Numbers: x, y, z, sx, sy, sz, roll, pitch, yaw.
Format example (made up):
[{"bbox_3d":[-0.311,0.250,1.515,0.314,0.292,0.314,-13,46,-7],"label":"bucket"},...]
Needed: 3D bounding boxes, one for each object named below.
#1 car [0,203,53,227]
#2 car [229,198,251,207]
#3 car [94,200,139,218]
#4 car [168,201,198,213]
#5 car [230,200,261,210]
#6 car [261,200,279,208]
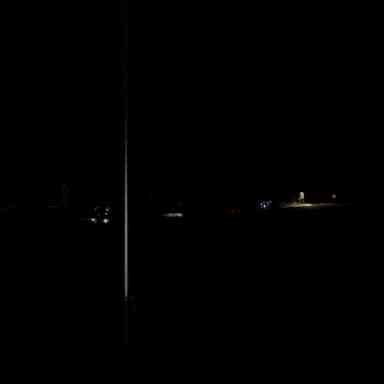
[{"bbox_3d":[-12.898,1.634,24.741,1.882,1.535,5.008,-1,-1,35],"label":"car"},{"bbox_3d":[7.877,1.657,54.428,1.994,1.385,4.181,-1,-1,35],"label":"car"},{"bbox_3d":[-7.379,1.600,32.675,2.097,1.767,4.553,-1,-1,35],"label":"car"},{"bbox_3d":[-1.025,1.876,41.791,1.812,1.442,4.674,-1,-1,35],"label":"car"},{"bbox_3d":[7.792,1.914,49.400,2.128,1.511,4.902,-1,-1,35],"label":"car"},{"bbox_3d":[13.485,2.113,57.666,1.895,1.301,4.718,-1,-1,35],"label":"car"}]
